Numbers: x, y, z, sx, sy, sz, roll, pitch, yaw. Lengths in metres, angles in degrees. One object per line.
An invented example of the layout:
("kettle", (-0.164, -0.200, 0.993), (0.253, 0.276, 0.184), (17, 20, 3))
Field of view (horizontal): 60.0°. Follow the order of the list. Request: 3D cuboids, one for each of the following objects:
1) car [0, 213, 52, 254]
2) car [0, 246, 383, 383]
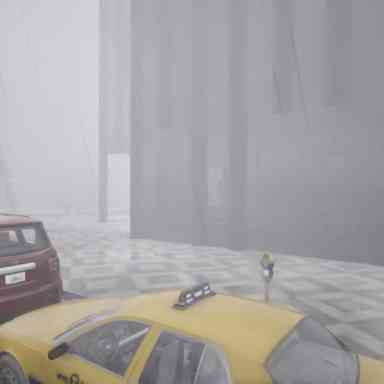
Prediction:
("car", (-4.461, 1.313, 6.148), (5.009, 1.841, 2.192), (0, 0, 36))
("car", (-0.185, 1.525, 3.093), (4.829, 1.417, 1.752), (0, 0, 36))
